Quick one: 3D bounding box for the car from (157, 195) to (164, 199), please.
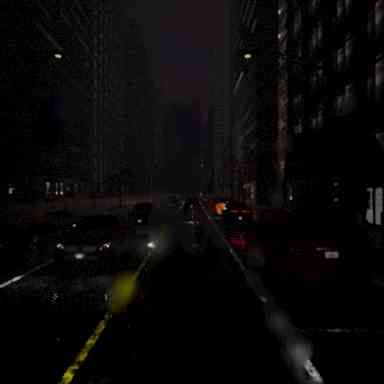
[{"bbox_3d":[-5.713,1.250,65.186,1.967,1.590,4.097,1,0,0],"label":"car"}]

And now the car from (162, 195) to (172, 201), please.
[{"bbox_3d":[-5.719,1.323,76.472,2.008,1.369,4.403,1,0,0],"label":"car"}]

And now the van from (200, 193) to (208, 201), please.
[{"bbox_3d":[2.663,1.112,76.501,1.690,1.788,3.998,1,0,0],"label":"van"}]

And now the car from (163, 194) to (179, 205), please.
[{"bbox_3d":[-3.083,1.389,54.774,2.033,1.411,5.357,0,0,1],"label":"car"}]

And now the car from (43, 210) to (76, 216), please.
[{"bbox_3d":[-5.689,1.512,14.400,2.008,1.369,4.403,0,0,0],"label":"car"}]

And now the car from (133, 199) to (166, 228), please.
[{"bbox_3d":[-3.061,1.445,21.999,1.837,1.490,4.892,0,0,1],"label":"car"}]

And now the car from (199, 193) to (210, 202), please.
[{"bbox_3d":[2.666,1.105,70.859,2.192,1.841,5.009,1,0,0],"label":"car"}]

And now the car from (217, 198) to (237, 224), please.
[{"bbox_3d":[3.134,1.437,24.109,1.837,1.490,4.892,0,0,0],"label":"car"}]

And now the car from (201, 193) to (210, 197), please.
[{"bbox_3d":[2.676,1.301,48.294,1.967,1.590,4.097,0,0,0],"label":"car"}]

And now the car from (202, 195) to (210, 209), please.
[{"bbox_3d":[2.677,1.423,42.653,1.887,1.381,4.507,0,0,0],"label":"car"}]

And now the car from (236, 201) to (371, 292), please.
[{"bbox_3d":[2.696,1.291,8.804,2.192,1.841,5.009,0,0,0],"label":"car"}]

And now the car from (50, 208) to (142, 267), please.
[{"bbox_3d":[-3.095,1.495,11.477,1.812,1.442,4.674,0,0,0],"label":"car"}]

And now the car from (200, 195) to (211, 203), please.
[{"bbox_3d":[2.666,1.359,65.218,2.008,1.369,4.403,1,0,0],"label":"car"}]

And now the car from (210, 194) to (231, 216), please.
[{"bbox_3d":[3.099,1.265,31.080,2.097,1.767,4.553,0,0,0],"label":"car"}]

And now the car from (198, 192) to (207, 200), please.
[{"bbox_3d":[2.658,1.049,87.783,2.192,1.841,5.009,1,0,0],"label":"car"}]

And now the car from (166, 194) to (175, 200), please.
[{"bbox_3d":[-5.725,1.285,87.757,2.008,1.369,4.403,1,0,0],"label":"car"}]

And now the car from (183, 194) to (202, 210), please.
[{"bbox_3d":[0.004,1.392,40.873,1.837,1.490,4.892,0,0,0],"label":"car"}]

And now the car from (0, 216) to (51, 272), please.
[{"bbox_3d":[-5.686,1.543,8.758,1.947,1.339,4.313,0,0,0],"label":"car"}]
